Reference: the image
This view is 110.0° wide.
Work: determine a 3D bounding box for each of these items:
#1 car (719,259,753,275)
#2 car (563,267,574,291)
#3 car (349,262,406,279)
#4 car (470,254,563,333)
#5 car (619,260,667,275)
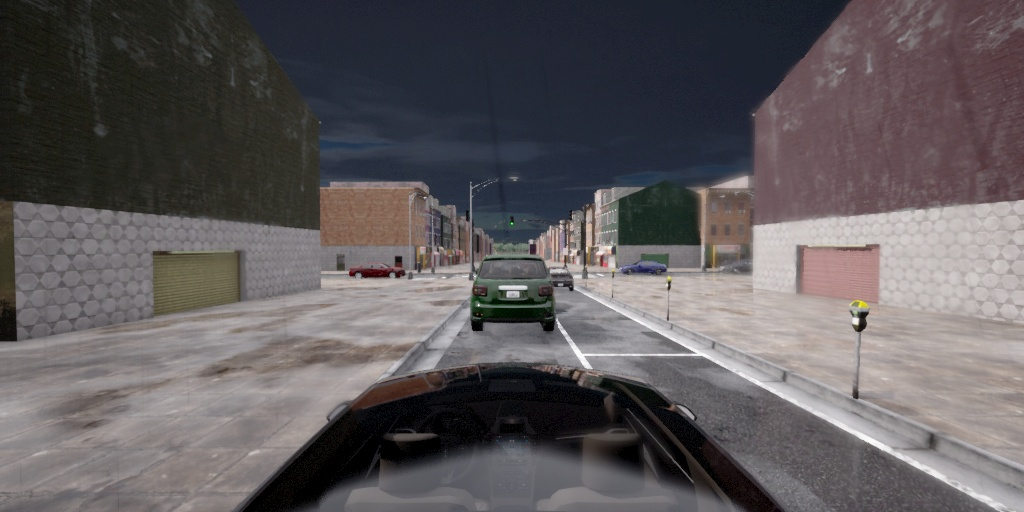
[{"bbox_3d":[23.606,1.084,36.201,4.902,1.511,2.128,0,1,0],"label":"car"},{"bbox_3d":[2.592,1.295,21.263,2.007,1.370,4.403,0,0,0],"label":"car"},{"bbox_3d":[-12.401,1.336,33.189,5.008,1.535,1.882,0,1,-1],"label":"car"},{"bbox_3d":[0.028,0.969,10.909,2.150,2.045,5.566,0,0,0],"label":"car"},{"bbox_3d":[13.194,1.160,36.202,4.674,1.442,1.812,0,1,1],"label":"car"}]
